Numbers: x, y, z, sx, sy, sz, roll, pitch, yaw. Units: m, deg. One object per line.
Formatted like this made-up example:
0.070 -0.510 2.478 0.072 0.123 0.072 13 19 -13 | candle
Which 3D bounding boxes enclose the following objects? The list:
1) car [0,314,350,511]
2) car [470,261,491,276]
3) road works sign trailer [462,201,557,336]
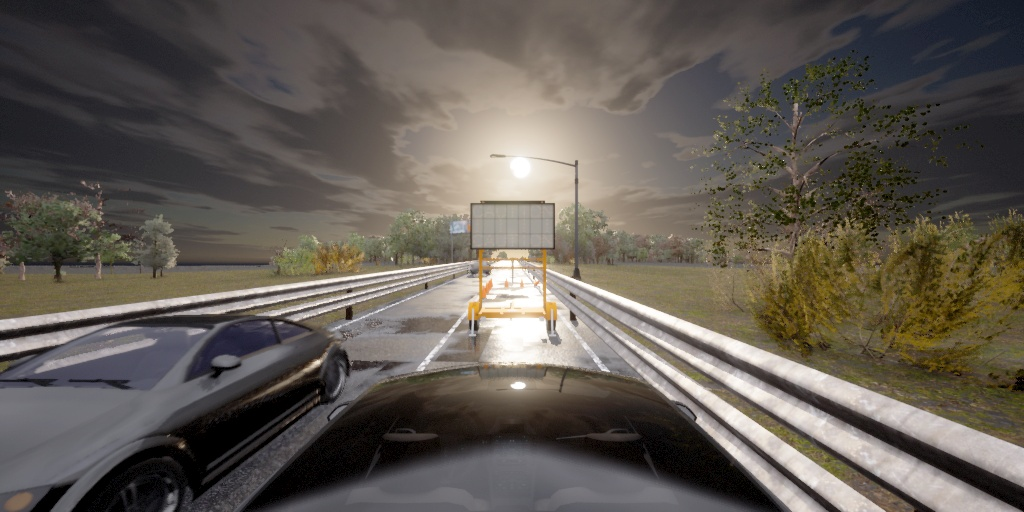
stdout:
-3.348 1.314 3.513 1.994 1.385 4.181 0 0 0 | car
-3.207 1.289 37.151 1.812 1.442 4.674 0 0 0 | car
0.021 0.218 10.343 2.380 3.560 2.880 0 0 0 | road works sign trailer
